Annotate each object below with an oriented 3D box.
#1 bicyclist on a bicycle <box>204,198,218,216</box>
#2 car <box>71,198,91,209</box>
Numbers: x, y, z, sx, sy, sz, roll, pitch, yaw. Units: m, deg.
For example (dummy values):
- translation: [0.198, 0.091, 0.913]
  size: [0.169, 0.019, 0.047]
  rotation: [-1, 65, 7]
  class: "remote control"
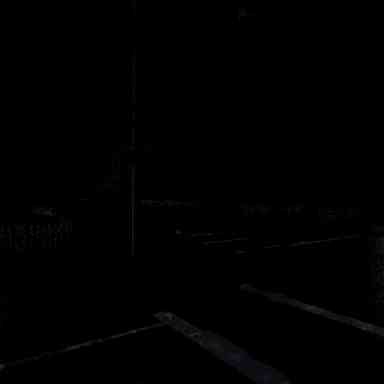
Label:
- translation: [1.659, 1.315, 28.978]
  size: [1.656, 1.620, 0.582]
  rotation: [0, 0, -36]
  class: "bicyclist on a bicycle"
- translation: [-15.480, 1.540, 46.332]
  size: [1.812, 1.442, 4.674]
  rotation: [0, 0, -32]
  class: "car"
